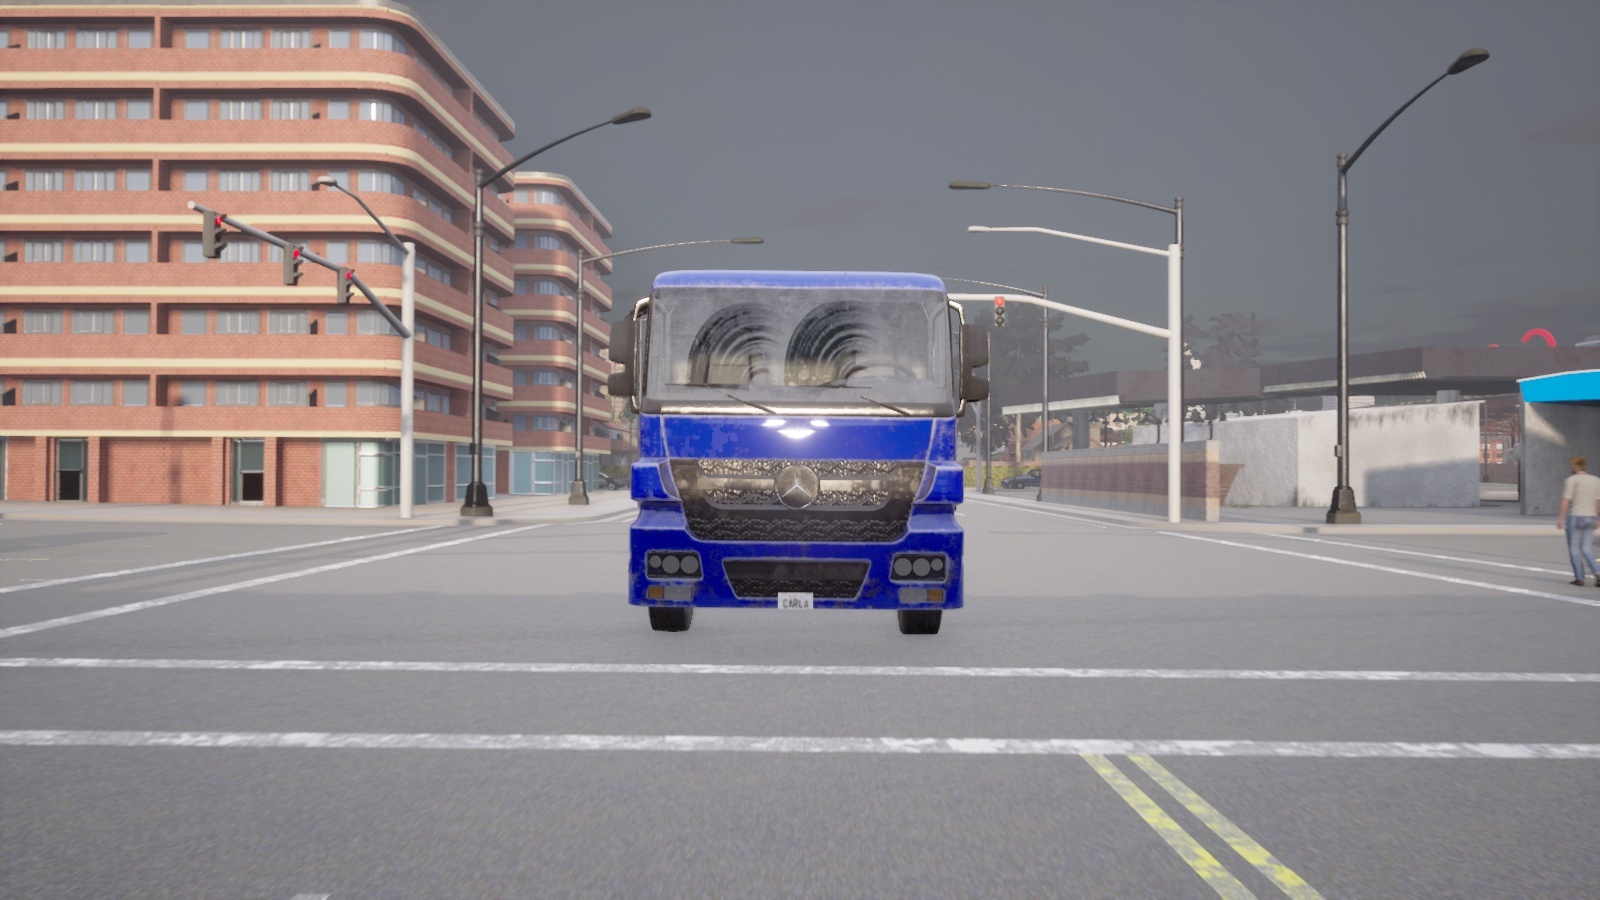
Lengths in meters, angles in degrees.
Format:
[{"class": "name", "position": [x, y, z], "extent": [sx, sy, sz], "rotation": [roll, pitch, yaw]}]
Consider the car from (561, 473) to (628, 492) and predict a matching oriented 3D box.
[{"class": "car", "position": [-15.851, 2.508, 97.090], "extent": [4.892, 1.490, 1.837], "rotation": [0, -1, 1]}]

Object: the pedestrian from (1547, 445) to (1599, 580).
[{"class": "pedestrian", "position": [10.816, 0.858, 17.500], "extent": [0.354, 1.836, 0.706], "rotation": [0, -1, -3]}]

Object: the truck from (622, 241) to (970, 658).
[{"class": "truck", "position": [-0.039, 0.047, 14.435], "extent": [2.891, 3.462, 7.936], "rotation": [0, -1, 0]}]
